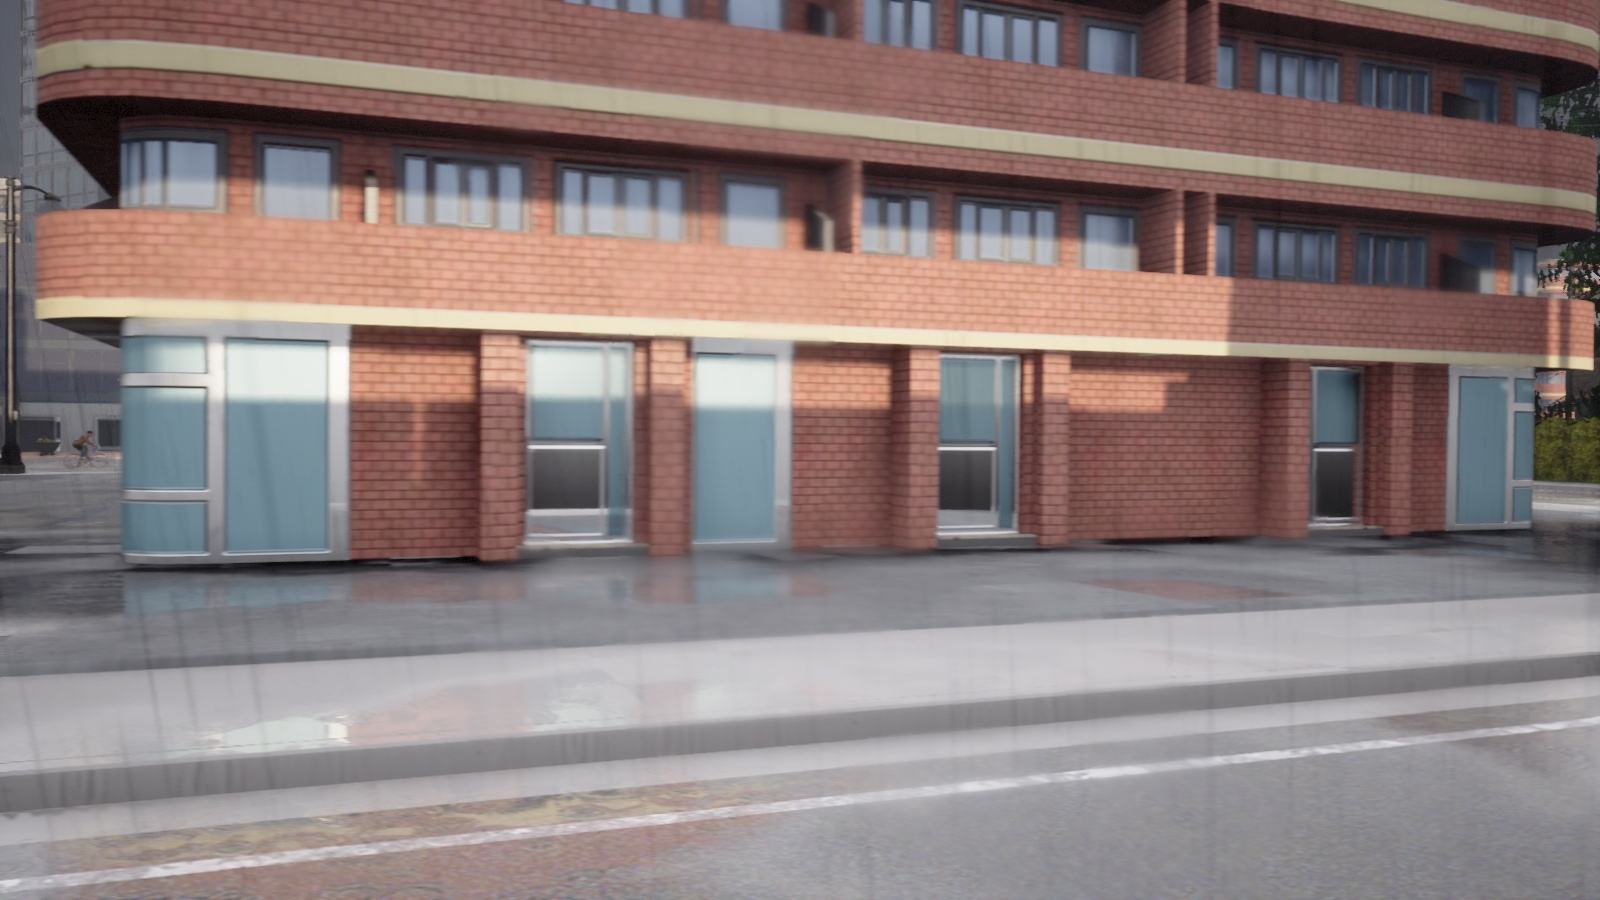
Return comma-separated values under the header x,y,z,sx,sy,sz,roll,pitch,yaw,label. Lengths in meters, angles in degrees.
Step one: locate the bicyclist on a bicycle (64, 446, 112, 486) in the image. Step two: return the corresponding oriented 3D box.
x,y,z,sx,sy,sz,roll,pitch,yaw,label
-29.948,0.647,52.857,1.656,1.620,0.582,-2,1,-21,bicyclist on a bicycle
